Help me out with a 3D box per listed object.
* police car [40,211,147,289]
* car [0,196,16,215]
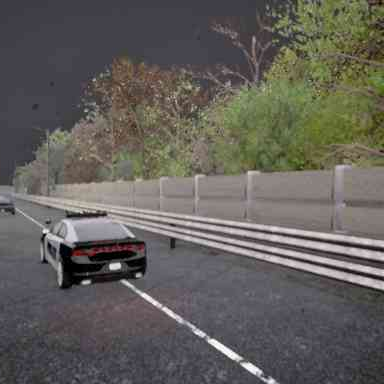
[{"bbox_3d":[-2.993,1.367,9.314,1.930,1.638,5.238,0,0,-32],"label":"police car"},{"bbox_3d":[-17.128,1.279,30.092,1.837,1.490,4.892,0,1,-31],"label":"car"}]
